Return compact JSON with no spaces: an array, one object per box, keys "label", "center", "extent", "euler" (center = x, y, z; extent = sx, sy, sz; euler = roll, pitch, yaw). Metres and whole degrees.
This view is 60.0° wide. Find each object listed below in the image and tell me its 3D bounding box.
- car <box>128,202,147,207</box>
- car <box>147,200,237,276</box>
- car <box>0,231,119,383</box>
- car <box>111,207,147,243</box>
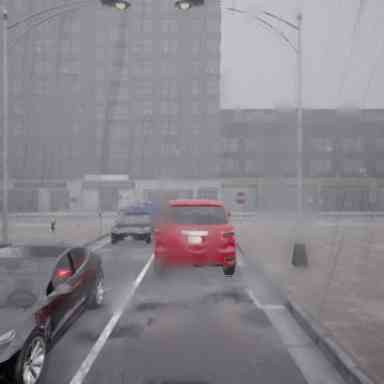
[{"label":"car","center":[-4.175,1.561,28.080],"extent":[5.008,1.535,1.882],"euler":[0,-2,40]},{"label":"car","center":[0.084,1.249,10.590],"extent":[2.150,2.045,5.566],"euler":[0,0,0]},{"label":"car","center":[-2.640,1.581,5.221],"extent":[1.947,1.339,4.313],"euler":[0,0,0]},{"label":"car","center":[-2.642,1.611,16.126],"extent":[1.947,1.339,4.313],"euler":[0,0,0]}]
